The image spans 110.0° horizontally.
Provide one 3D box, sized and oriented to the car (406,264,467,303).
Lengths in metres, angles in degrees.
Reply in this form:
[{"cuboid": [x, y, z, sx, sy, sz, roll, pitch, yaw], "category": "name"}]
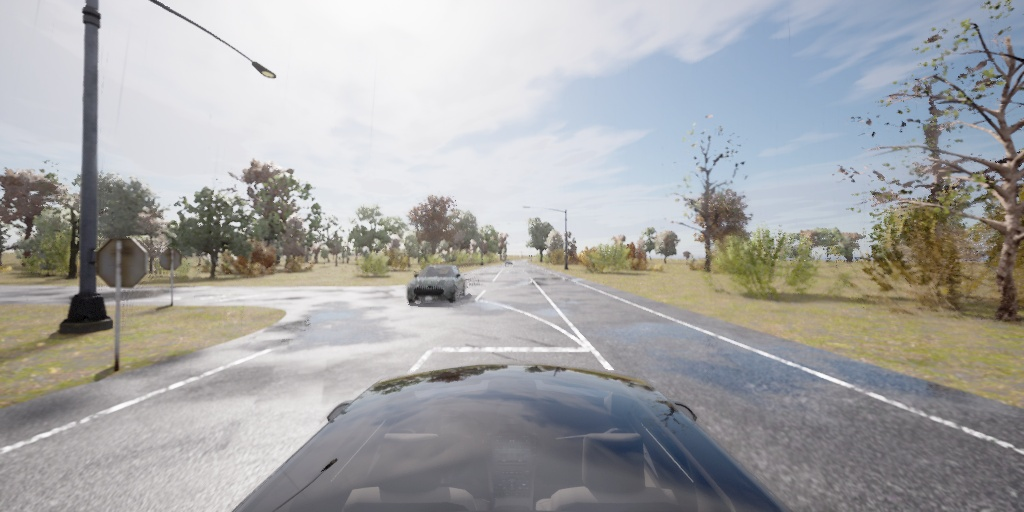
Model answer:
[{"cuboid": [-3.460, 1.201, 17.128, 2.097, 1.767, 4.553, 0, -1, 0], "category": "car"}]
